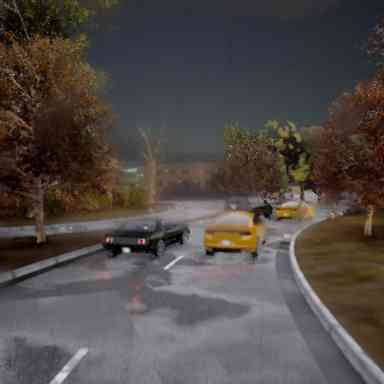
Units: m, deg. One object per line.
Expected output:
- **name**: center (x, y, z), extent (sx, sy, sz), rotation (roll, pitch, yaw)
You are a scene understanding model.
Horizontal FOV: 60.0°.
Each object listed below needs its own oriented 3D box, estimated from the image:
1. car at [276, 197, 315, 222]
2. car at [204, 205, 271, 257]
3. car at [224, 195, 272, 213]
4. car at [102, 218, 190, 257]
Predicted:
- **car**: center (8.257, 1.451, 26.411), extent (1.882, 1.535, 5.008), rotation (0, 1, 35)
- **car**: center (1.908, 1.543, 13.548), extent (1.882, 1.535, 5.008), rotation (0, 0, 18)
- **car**: center (4.570, 1.231, 26.821), extent (2.150, 2.045, 5.566), rotation (0, 1, 34)
- **car**: center (-1.581, 1.675, 13.367), extent (1.895, 1.301, 4.718), rotation (0, 0, 17)
